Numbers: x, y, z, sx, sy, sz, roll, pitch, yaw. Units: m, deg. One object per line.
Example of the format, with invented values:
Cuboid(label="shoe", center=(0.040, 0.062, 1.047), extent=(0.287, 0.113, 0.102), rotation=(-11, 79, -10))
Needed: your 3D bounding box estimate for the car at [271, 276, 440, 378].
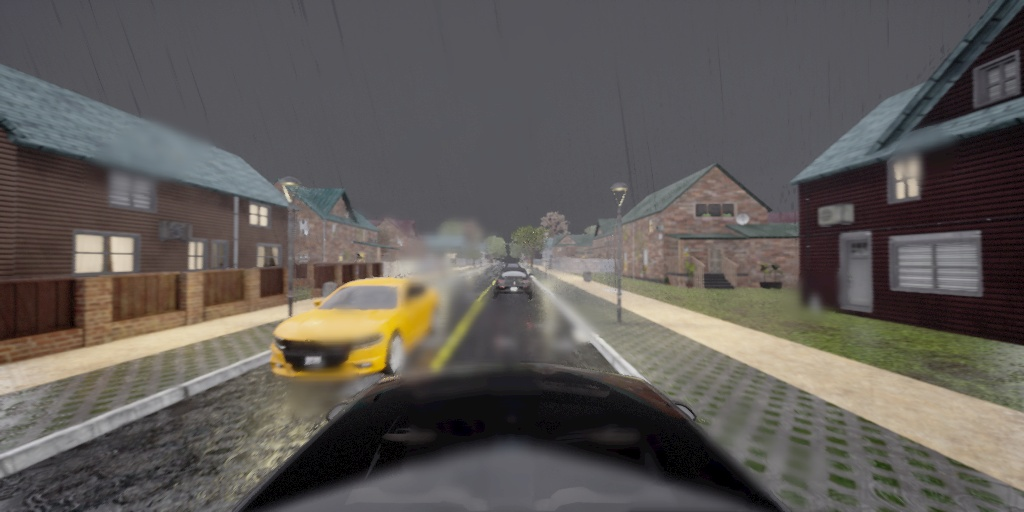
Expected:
Cuboid(label="car", center=(-2.851, 1.230, 7.652), extent=(1.882, 1.535, 5.008), rotation=(0, 0, 0))

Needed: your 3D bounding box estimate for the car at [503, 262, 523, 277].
Cuboid(label="car", center=(0.087, 1.368, 37.071), extent=(1.994, 1.385, 4.181), rotation=(0, 0, 0))

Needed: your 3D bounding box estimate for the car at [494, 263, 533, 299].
Cuboid(label="car", center=(0.080, 1.287, 18.068), extent=(1.812, 1.442, 4.674), rotation=(0, 0, 0))
